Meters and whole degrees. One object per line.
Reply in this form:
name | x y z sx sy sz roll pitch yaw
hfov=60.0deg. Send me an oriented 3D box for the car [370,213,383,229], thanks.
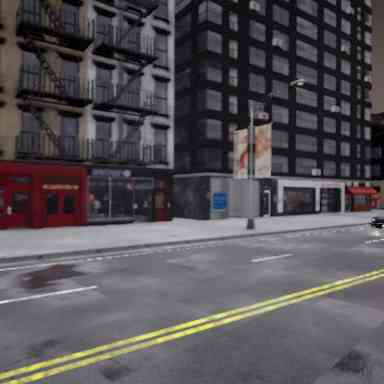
car | 13.643 1.642 21.402 5.357 1.411 2.033 0 0 -35
